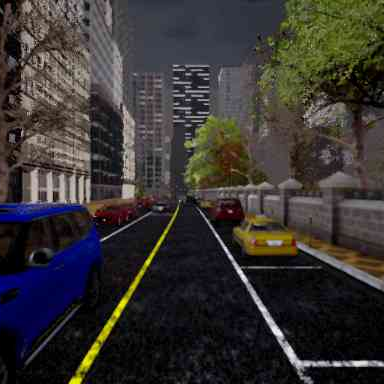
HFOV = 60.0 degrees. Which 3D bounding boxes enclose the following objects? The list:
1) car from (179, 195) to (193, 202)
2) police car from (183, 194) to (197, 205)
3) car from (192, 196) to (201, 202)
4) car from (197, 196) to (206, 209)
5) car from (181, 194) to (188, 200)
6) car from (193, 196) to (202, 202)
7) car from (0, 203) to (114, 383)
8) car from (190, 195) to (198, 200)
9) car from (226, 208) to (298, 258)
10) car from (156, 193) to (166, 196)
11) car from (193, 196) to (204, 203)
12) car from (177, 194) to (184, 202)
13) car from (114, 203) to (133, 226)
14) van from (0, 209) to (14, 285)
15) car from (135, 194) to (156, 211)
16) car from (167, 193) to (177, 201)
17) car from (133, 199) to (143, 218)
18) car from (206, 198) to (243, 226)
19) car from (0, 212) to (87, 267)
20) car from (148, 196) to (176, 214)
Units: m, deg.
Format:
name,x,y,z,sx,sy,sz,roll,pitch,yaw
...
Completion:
name,x,y,z,sx,sy,sz,roll,pitch,yaw
car,-1.365,1.475,76.424,1.837,1.490,4.892,0,0,15
police car,-0.157,1.408,60.236,1.930,1.638,5.238,0,0,-2
car,0.959,1.533,78.902,1.947,1.339,4.313,0,0,-2
car,1.991,1.517,45.796,1.752,1.417,4.829,0,0,-1
car,-2.102,1.377,93.635,1.812,1.442,4.674,0,0,-2
car,1.145,1.554,73.355,1.802,1.307,4.206,0,0,-2
car,-2.861,1.223,4.676,2.150,2.045,5.566,0,0,-1
car,0.586,1.523,89.995,1.947,1.339,4.313,0,0,-2
car,2.516,1.526,12.512,1.752,1.417,4.829,0,0,-1
car,-6.509,1.298,62.142,2.192,1.841,5.009,0,0,-2
car,1.332,1.527,67.809,2.008,1.369,4.403,0,0,-2
car,-1.079,1.480,69.836,1.837,1.490,4.892,0,0,-17
car,-5.616,1.545,23.312,1.887,1.381,4.507,0,0,-1
van,-5.477,1.343,6.670,1.690,1.788,3.998,0,0,0
car,-5.902,1.311,39.954,2.192,1.841,5.009,0,0,-1
car,-4.316,1.280,77.620,1.837,1.490,4.892,0,0,-2
car,-5.697,1.581,28.861,1.802,1.307,4.206,0,0,-1
car,2.408,1.314,23.439,2.192,1.841,5.009,0,0,-1
car,-5.508,1.546,12.216,1.887,1.381,4.507,0,0,0
car,-3.213,1.488,36.023,2.128,1.511,4.902,0,0,-1
